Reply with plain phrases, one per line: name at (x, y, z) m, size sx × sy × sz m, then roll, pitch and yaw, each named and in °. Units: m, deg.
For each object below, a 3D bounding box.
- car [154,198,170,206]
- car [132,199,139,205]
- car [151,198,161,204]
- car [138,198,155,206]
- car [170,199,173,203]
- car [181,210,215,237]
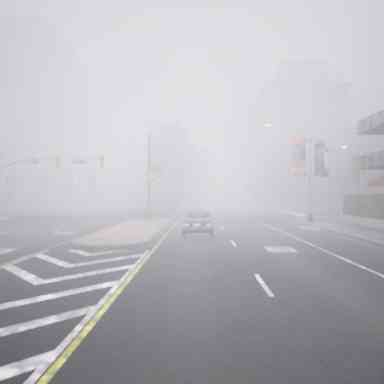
car at (-6.585, 2.315, 74.500) m, size 1.994 × 1.385 × 4.181 m, roll 0°, pitch -1°, yaw 1°
car at (-13.213, 2.420, 80.441) m, size 1.895 × 1.301 × 4.718 m, roll 0°, pitch -1°, yaw 1°
car at (-9.772, 2.443, 89.673) m, size 2.128 × 1.511 × 4.902 m, roll 0°, pitch -1°, yaw 1°
car at (-10.089, 2.358, 74.368) m, size 1.895 × 1.301 × 4.718 m, roll 0°, pitch -1°, yaw 1°
car at (-6.281, 2.464, 89.195) m, size 1.994 × 1.385 × 4.181 m, roll 0°, pitch -1°, yaw 1°
car at (0.354, 1.748, 19.522) m, size 2.033 × 1.411 × 5.357 m, roll 0°, pitch -1°, yaw 2°
